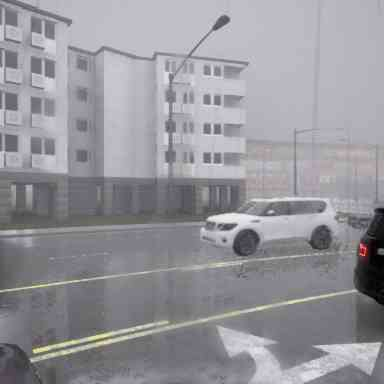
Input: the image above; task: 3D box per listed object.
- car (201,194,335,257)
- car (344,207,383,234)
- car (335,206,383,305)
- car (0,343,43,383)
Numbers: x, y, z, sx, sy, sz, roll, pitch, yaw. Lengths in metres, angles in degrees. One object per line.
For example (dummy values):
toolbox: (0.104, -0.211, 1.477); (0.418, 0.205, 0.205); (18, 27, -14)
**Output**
car: (3.146, 1.222, 13.077); (5.566, 2.045, 2.150); (0, 0, -21)
car: (11.551, 1.601, 19.449); (4.718, 1.301, 1.895); (0, 0, -15)
car: (5.671, 1.221, 6.277); (5.566, 2.045, 2.150); (0, 0, -23)
car: (-3.341, 1.547, 1.221); (5.357, 1.411, 2.033); (0, 0, -37)
